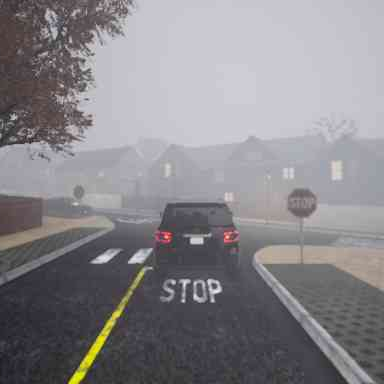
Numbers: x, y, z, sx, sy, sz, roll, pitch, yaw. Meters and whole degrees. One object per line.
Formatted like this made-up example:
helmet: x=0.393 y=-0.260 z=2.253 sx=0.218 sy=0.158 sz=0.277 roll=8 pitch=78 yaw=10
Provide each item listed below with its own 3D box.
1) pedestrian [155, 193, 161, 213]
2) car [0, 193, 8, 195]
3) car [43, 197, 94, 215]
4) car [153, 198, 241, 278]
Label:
pedestrian: x=-3.118 y=1.001 z=29.964 sx=0.375 sy=1.860 sz=0.375 roll=-1 pitch=-5 yaw=32
car: x=-19.112 y=0.772 z=33.070 sx=4.181 sy=1.385 sz=1.994 roll=2 pitch=0 yaw=32
car: x=-10.666 y=1.095 z=27.774 sx=5.357 sy=1.411 sz=2.033 roll=2 pitch=0 yaw=32
car: x=0.139 y=1.195 z=10.166 sx=2.150 sy=2.045 sz=5.566 roll=0 pitch=0 yaw=1
